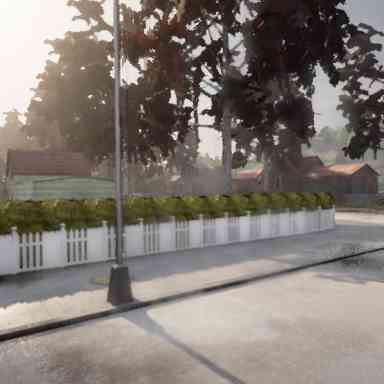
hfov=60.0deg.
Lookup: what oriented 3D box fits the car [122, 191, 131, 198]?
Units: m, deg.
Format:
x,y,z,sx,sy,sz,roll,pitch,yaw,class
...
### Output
x,y,z,sx,sy,sz,roll,pitch,yaw,class
-12.308,0.895,56.877,2.150,2.045,5.566,-1,0,-36,car
